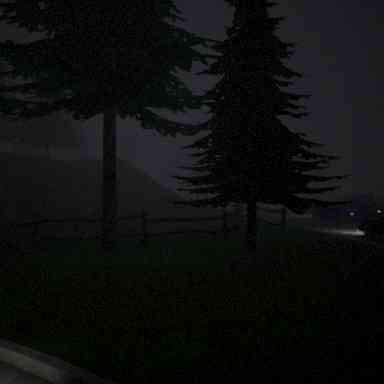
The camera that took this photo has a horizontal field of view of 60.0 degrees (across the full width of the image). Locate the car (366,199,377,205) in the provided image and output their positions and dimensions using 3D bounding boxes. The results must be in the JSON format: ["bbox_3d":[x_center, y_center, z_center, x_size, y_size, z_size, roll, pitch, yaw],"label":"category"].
[{"bbox_3d":[14.875,1.564,28.980,1.994,1.385,4.181,0,0,-9],"label":"car"}]

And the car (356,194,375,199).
[{"bbox_3d":[20.151,1.223,41.051,2.150,2.045,5.566,0,0,-10],"label":"car"}]

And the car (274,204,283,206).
[{"bbox_3d":[14.695,1.547,53.135,2.033,1.411,5.357,0,0,-9],"label":"car"}]

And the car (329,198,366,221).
[{"bbox_3d":[11.587,1.477,27.322,1.882,1.535,5.008,0,0,-9],"label":"car"}]

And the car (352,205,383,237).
[{"bbox_3d":[9.943,1.547,14.998,2.033,1.411,5.357,0,0,-9],"label":"car"}]

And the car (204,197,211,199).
[{"bbox_3d":[3.209,1.525,58.743,1.812,1.442,4.674,0,0,-9],"label":"car"}]
